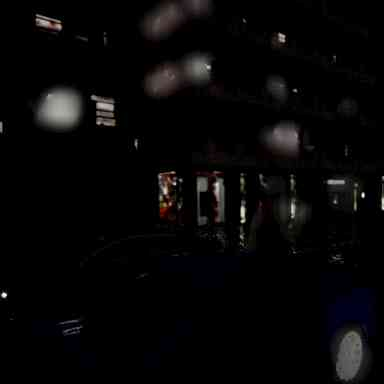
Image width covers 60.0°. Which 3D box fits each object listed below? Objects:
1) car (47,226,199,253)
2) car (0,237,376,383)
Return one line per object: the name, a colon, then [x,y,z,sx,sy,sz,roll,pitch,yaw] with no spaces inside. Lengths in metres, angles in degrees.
car: [-1.504,1.485,6.606,4.902,1.511,2.128,0,0,-35]
car: [0.115,1.472,3.768,5.008,1.535,1.882,0,0,-35]
